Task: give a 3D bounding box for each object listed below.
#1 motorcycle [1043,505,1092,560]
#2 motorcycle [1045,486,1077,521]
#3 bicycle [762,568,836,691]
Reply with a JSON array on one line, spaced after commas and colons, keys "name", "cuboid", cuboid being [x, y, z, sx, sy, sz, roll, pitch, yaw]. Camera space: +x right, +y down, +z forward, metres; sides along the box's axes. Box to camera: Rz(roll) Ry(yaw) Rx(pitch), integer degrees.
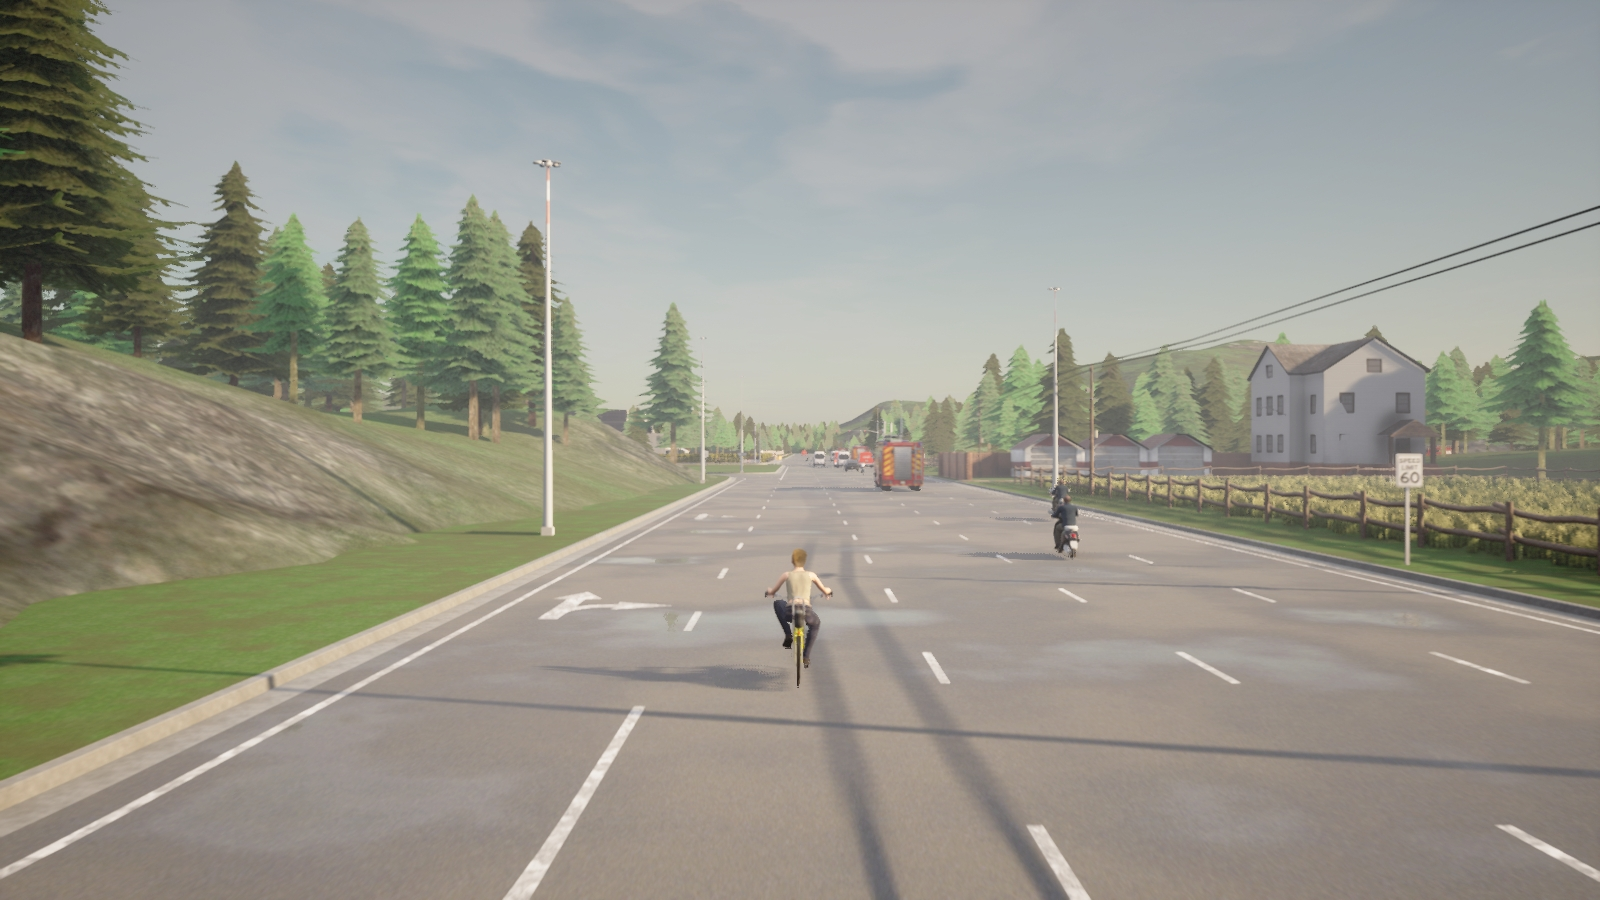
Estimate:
[{"name": "motorcycle", "cuboid": [7.001, 2.141, 30.027, 0.856, 1.316, 1.805, 0, 0, 0]}, {"name": "motorcycle", "cuboid": [10.503, 2.141, 46.032, 0.856, 1.316, 1.805, 0, 0, 0]}, {"name": "bicycle", "cuboid": [-0.014, 2.158, 13.986, 0.859, 1.276, 1.487, 0, 0, 0]}]
